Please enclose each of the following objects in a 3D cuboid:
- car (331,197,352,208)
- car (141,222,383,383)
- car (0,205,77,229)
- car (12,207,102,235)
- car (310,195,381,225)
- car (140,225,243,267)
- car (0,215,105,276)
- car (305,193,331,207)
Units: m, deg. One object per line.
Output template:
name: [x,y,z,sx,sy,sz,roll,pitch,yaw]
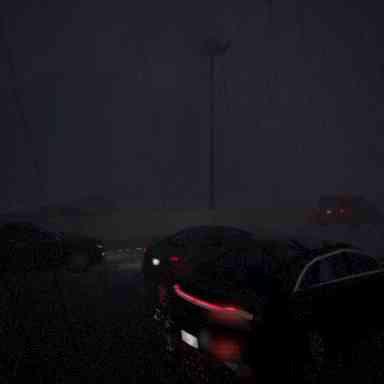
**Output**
car: [22.589,1.545,50.076,1.812,1.442,4.674,0,0,39]
car: [1.911,1.495,5.319,4.902,1.511,2.128,0,0,-37]
car: [-10.457,1.635,22.501,4.718,1.301,1.895,0,0,-37]
car: [-8.009,1.629,19.966,4.718,1.301,1.895,0,0,-38]
car: [9.898,1.230,20.981,5.566,2.045,2.150,0,0,-42]
car: [0.757,1.572,8.843,4.181,1.385,1.994,0,0,-37]
car: [-4.835,1.519,9.016,4.892,1.490,1.837,0,0,-36]
car: [19.915,1.245,52.312,2.150,2.045,5.566,0,0,39]
